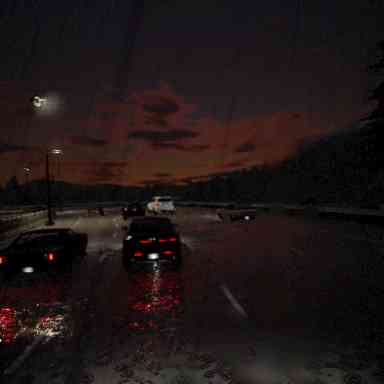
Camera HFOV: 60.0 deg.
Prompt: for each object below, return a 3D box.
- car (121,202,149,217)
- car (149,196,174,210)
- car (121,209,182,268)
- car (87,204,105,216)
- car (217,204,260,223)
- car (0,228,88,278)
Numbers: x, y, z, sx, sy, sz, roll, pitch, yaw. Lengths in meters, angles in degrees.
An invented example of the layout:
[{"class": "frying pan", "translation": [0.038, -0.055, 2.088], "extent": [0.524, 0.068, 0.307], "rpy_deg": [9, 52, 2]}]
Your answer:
[{"class": "car", "translation": [-6.192, 1.823, 34.529], "extent": [2.097, 1.767, 4.553], "rpy_deg": [-3, 0, -16]}, {"class": "car", "translation": [-3.749, 1.580, 39.277], "extent": [2.150, 2.045, 5.566], "rpy_deg": [-3, 0, -18]}, {"class": "car", "translation": [-1.480, 1.634, 12.089], "extent": [1.837, 1.490, 4.892], "rpy_deg": [-2, 0, -8]}, {"class": "car", "translation": [-12.958, 2.403, 44.587], "extent": [1.812, 1.442, 4.674], "rpy_deg": [-3, 0, -20]}, {"class": "car", "translation": [3.366, 1.518, 25.212], "extent": [1.895, 1.301, 4.718], "rpy_deg": [-3, 0, -12]}, {"class": "car", "translation": [-4.882, 1.911, 11.490], "extent": [1.895, 1.301, 4.718], "rpy_deg": [-3, 0, -8]}]
